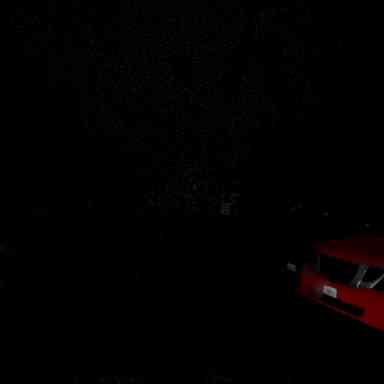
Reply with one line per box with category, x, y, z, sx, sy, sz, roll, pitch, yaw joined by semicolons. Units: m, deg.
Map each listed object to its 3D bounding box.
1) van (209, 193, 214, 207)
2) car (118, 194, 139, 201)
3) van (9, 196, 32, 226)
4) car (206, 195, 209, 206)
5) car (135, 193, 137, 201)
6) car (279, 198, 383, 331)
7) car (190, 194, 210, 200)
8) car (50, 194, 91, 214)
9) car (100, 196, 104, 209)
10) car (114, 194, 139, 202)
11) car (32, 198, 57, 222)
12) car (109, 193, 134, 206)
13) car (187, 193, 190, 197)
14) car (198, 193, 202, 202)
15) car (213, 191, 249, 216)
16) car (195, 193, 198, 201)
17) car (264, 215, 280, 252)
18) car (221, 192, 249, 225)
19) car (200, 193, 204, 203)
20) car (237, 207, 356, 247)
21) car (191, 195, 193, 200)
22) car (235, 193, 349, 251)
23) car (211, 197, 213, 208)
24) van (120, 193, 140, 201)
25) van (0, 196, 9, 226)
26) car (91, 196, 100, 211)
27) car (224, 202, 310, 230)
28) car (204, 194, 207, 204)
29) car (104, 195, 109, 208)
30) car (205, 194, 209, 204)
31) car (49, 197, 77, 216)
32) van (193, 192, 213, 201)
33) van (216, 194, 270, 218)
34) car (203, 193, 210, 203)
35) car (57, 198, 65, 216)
van;4.602;1.209;36.156;4.442;1.987;1.878;1;0;-20
car;-15.521;1.297;81.256;4.553;1.767;2.185;-1;0;-25
van;-13.346;1.251;22.029;4.442;1.987;1.878;-1;0;-20
car;4.860;1.431;39.284;5.366;1.575;1.946;1;0;-21
car;-14.620;1.473;69.435;4.674;1.452;2.002;-1;0;-24
car;4.742;1.223;6.112;5.566;2.045;2.435;1;0;-20
car;2.139;1.390;90.442;4.792;1.488;2.163;1;0;-26
car;-13.512;1.215;33.875;5.566;2.045;2.435;-1;0;-20
car;-13.522;1.461;39.830;4.892;1.521;2.231;-1;0;-20
car;-15.462;1.425;78.216;5.366;1.575;1.946;-1;0;-25
car;-13.283;1.470;25.027;5.366;1.575;1.946;-1;0;-20
car;-14.437;1.437;63.448;5.366;1.575;1.946;-1;0;-23
car;2.090;1.354;87.381;5.366;1.575;1.946;1;0;-26
car;4.186;1.399;60.344;5.008;1.535;2.097;1;0;-23
car;4.765;1.201;24.176;5.566;2.045;2.435;1;0;-20
car;4.017;1.143;63.347;5.566;2.045;2.435;1;0;-23
car;4.735;1.500;9.122;4.792;1.488;2.163;1;0;-20
car;4.775;1.208;18.168;5.566;2.045;2.435;1;0;-20
car;4.402;1.409;54.310;5.008;1.535;2.097;1;0;-22
car;4.725;1.492;15.134;4.792;1.488;2.163;1;0;-20
car;3.067;1.373;78.437;4.892;1.521;2.231;1;0;-25
car;4.736;1.215;12.126;5.566;2.045;2.435;1;0;-20
car;4.746;1.470;33.201;4.792;1.488;2.163;1;0;-20
van;-15.724;1.193;84.244;4.442;1.987;1.878;-1;0;-25
van;-13.337;1.254;19.050;4.442;1.987;1.878;-1;0;-20
car;-13.330;1.457;36.929;5.366;1.575;1.946;-1;0;-20
car;4.746;1.455;21.157;5.008;1.535;2.097;1;0;-20
car;4.607;1.424;45.245;4.892;1.521;2.231;1;0;-21
car;-13.538;1.331;42.807;4.553;1.767;2.185;-1;0;-21
car;4.670;1.428;42.227;5.008;1.535;2.097;1;0;-21
car;-13.447;1.498;30.927;4.792;1.488;2.163;-1;0;-20
van;2.709;1.140;81.395;4.442;1.987;1.878;1;0;-25
van;4.623;1.217;30.131;4.442;1.987;1.878;1;0;-20
car;4.542;1.293;48.264;4.553;1.767;2.185;1;0;-22
car;-13.491;1.502;27.924;4.792;1.488;2.163;-1;0;-20
